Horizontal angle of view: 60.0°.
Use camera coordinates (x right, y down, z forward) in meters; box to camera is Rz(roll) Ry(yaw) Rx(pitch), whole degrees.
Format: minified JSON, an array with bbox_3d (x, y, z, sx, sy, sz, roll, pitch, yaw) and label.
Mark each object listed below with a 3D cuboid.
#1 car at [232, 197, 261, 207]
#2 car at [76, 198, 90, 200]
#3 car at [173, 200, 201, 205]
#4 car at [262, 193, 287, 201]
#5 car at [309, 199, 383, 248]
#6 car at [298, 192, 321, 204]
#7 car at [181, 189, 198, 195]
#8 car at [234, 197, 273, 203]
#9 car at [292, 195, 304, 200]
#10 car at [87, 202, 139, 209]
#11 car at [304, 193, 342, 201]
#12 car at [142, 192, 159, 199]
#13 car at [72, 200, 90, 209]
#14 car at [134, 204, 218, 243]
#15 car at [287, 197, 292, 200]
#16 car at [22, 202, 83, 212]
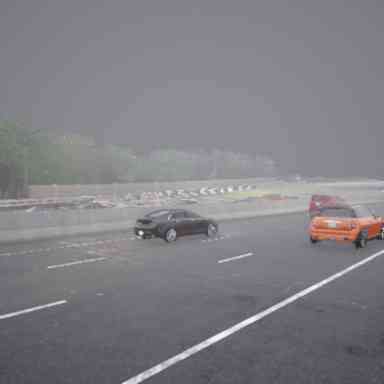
[{"bbox_3d":[8.751,1.620,53.193,2.033,1.411,5.357,-1,0,43],"label":"car"},{"bbox_3d":[-15.477,1.496,47.120,1.994,1.385,4.181,0,1,25],"label":"car"},{"bbox_3d":[-0.904,1.693,37.518,1.837,1.490,4.892,-1,0,43],"label":"car"},{"bbox_3d":[12.141,1.252,51.775,2.150,2.045,5.566,-1,0,43],"label":"car"},{"bbox_3d":[7.162,1.368,15.103,2.097,1.767,4.553,-1,0,43],"label":"car"},{"bbox_3d":[22.292,1.146,62.908,2.150,2.045,5.566,-1,0,42],"label":"car"},{"bbox_3d":[-0.484,-0.019,75.911,2.033,1.411,5.357,0,3,30],"label":"car"},{"bbox_3d":[7.777,1.686,41.817,1.895,1.301,4.718,-1,0,43],"label":"car"},{"bbox_3d":[18.749,1.496,53.832,2.033,1.411,5.357,-1,0,43],"label":"car"},{"bbox_3d":[-5.724,1.711,27.087,1.812,1.442,4.674,-1,0,43],"label":"car"},{"bbox_3d":[13.171,1.236,31.896,2.150,2.045,5.566,-1,0,42],"label":"car"},{"bbox_3d":[-8.071,0.855,62.217,1.882,1.535,5.008,0,2,28],"label":"car"},{"bbox_3d":[-10.128,1.798,32.638,2.033,1.411,5.357,-1,0,43],"label":"car"},{"bbox_3d":[-0.654,1.593,16.798,1.837,1.490,4.892,-1,0,43],"label":"car"},{"bbox_3d":[17.171,1.527,62.447,2.033,1.411,5.357,-1,0,42],"label":"car"},{"bbox_3d":[-11.670,1.774,25.794,2.033,1.411,5.357,-1,0,43],"label":"car"}]
